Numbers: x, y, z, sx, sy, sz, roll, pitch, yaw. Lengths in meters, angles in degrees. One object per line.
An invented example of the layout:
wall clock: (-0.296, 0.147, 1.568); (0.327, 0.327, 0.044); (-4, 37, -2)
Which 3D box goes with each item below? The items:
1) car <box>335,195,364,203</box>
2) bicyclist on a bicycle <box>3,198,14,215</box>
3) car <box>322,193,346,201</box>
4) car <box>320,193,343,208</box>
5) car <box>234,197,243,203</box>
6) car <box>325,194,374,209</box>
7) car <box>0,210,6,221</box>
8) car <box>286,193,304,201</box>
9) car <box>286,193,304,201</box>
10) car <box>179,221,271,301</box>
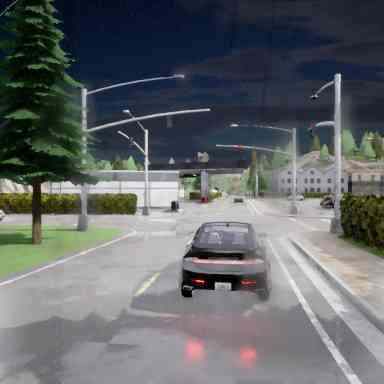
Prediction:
car: (29.373, 1.298, 62.291); (4.514, 1.523, 2.007); (0, 0, 8)
bicyclist on a bicycle: (-17.942, 1.453, 32.551); (0.582, 1.620, 1.656); (0, 0, 7)
car: (31.809, 1.097, 74.528); (4.605, 1.855, 1.932); (0, 0, 8)
car: (18.696, 1.330, 41.736); (5.027, 1.636, 2.152); (0, 0, 8)
car: (9.478, 1.601, 67.403); (1.895, 1.301, 4.718); (0, 0, 8)
car: (18.312, 1.339, 38.623); (4.514, 1.523, 2.007); (0, 0, 8)
car: (-16.566, 1.526, 25.214); (4.674, 1.442, 1.812); (0, 0, 8)
car: (24.474, 1.077, 78.876); (3.866, 1.878, 1.905); (0, 0, 8)
car: (23.406, 1.361, 75.668); (3.806, 1.475, 1.970); (0, 0, 8)
car: (0.890, 1.492, 8.417); (2.128, 1.511, 4.902); (0, 0, 8)
